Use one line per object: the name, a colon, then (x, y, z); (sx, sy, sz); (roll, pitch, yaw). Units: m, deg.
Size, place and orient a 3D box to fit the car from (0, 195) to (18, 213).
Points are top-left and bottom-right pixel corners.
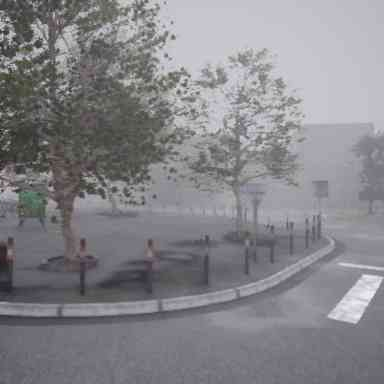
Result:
car: (-19.416, 1.418, 34.736); (2.128, 1.511, 4.902); (0, 0, -18)
